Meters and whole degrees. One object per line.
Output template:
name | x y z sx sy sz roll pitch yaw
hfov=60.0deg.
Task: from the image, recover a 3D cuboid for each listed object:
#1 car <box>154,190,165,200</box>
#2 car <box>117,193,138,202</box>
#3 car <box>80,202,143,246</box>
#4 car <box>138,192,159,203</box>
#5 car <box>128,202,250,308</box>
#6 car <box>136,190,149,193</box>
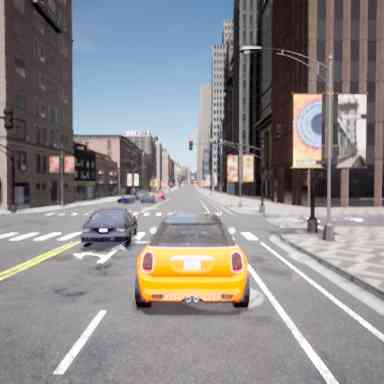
car | -6.503 0.582 65.764 2.150 2.045 5.566 0 1 1
car | -9.822 1.123 49.585 1.895 1.301 4.718 0 1 0
car | -3.440 1.400 14.468 2.033 1.411 5.357 0 1 -5
car | -6.571 1.078 50.323 1.994 1.385 4.181 0 1 0
car | 0.013 1.270 7.904 2.097 1.767 4.553 0 1 0
car | -9.749 0.582 66.061 2.150 2.045 5.566 0 1 1
